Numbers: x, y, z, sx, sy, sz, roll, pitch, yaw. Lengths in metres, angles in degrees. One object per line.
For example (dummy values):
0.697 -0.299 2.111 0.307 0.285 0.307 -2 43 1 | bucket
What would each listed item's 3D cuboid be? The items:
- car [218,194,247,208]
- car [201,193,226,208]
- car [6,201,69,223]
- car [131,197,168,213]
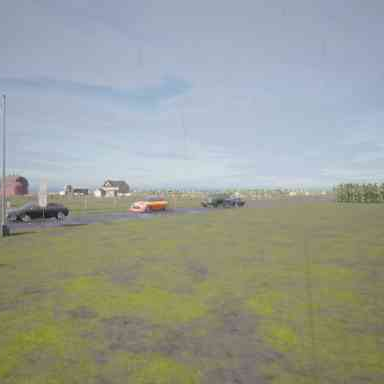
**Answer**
6.133 1.505 47.554 1.837 1.490 4.892 1 0 34 | car
3.478 1.199 48.811 2.150 2.045 5.566 1 0 34 | car
-11.941 1.495 25.778 1.837 1.490 4.892 1 0 34 | car
-4.645 1.333 36.705 2.097 1.767 4.553 1 0 34 | car
